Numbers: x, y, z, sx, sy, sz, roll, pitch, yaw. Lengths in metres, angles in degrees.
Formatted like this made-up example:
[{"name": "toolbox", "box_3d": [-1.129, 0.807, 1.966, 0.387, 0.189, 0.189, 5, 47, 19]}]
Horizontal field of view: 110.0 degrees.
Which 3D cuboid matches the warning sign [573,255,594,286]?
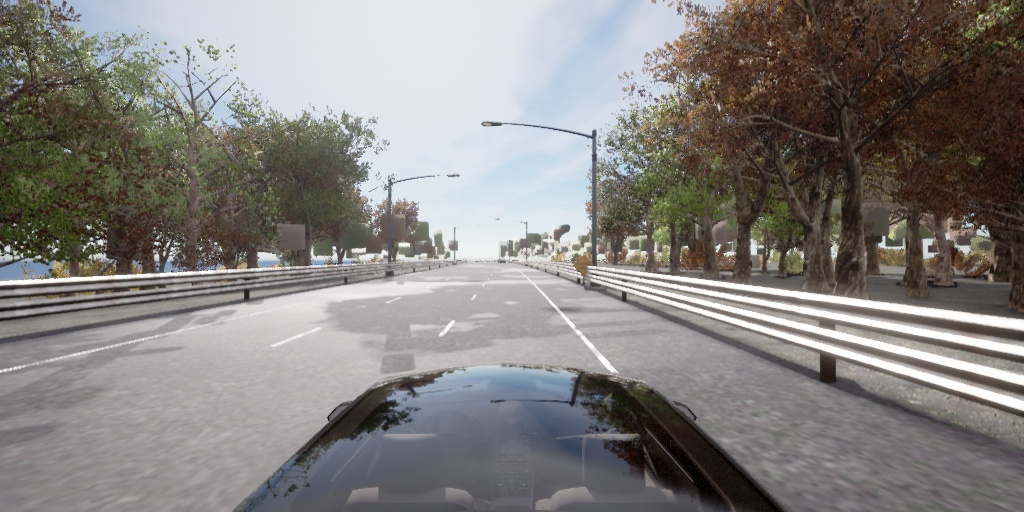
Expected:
[{"name": "warning sign", "box_3d": [4.413, 0.872, 22.022, 1.300, 1.860, 1.060, 0, 0, -1]}]
